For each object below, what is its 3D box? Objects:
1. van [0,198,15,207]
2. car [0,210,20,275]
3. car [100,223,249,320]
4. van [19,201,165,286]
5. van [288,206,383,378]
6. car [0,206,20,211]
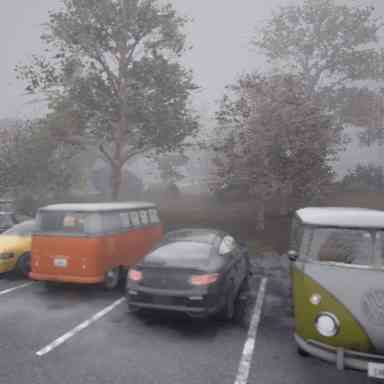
[{"bbox_3d":[-9.396,1.268,14.272,1.878,1.987,4.442,0,-1,16],"label":"van"},{"bbox_3d":[-4.676,1.479,10.557,1.946,1.575,5.366,0,-1,16],"label":"car"},{"bbox_3d":[0.159,1.522,7.313,2.002,1.452,4.674,0,-1,16],"label":"car"},{"bbox_3d":[-2.202,1.259,9.141,1.878,1.987,4.442,0,-1,16],"label":"van"},{"bbox_3d":[2.536,1.258,5.493,1.878,1.987,4.442,1,-1,16],"label":"van"},{"bbox_3d":[-7.030,1.488,12.440,2.231,1.521,4.892,0,-1,16],"label":"car"}]
